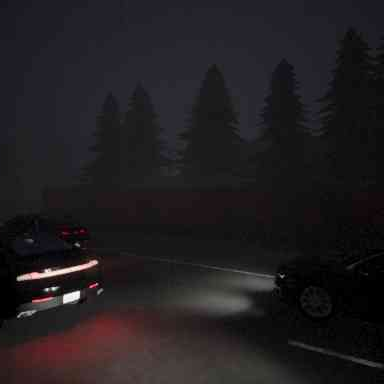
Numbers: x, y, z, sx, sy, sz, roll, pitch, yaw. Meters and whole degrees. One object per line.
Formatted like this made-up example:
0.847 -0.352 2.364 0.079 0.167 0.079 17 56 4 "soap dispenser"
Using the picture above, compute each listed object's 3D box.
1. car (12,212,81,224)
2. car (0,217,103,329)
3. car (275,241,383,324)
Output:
-5.889 1.507 12.535 4.892 1.490 1.837 1 0 36 "car"
-3.921 1.491 6.813 4.902 1.511 2.128 0 0 36 "car"
3.840 1.505 5.546 4.892 1.490 1.837 0 0 36 "car"
